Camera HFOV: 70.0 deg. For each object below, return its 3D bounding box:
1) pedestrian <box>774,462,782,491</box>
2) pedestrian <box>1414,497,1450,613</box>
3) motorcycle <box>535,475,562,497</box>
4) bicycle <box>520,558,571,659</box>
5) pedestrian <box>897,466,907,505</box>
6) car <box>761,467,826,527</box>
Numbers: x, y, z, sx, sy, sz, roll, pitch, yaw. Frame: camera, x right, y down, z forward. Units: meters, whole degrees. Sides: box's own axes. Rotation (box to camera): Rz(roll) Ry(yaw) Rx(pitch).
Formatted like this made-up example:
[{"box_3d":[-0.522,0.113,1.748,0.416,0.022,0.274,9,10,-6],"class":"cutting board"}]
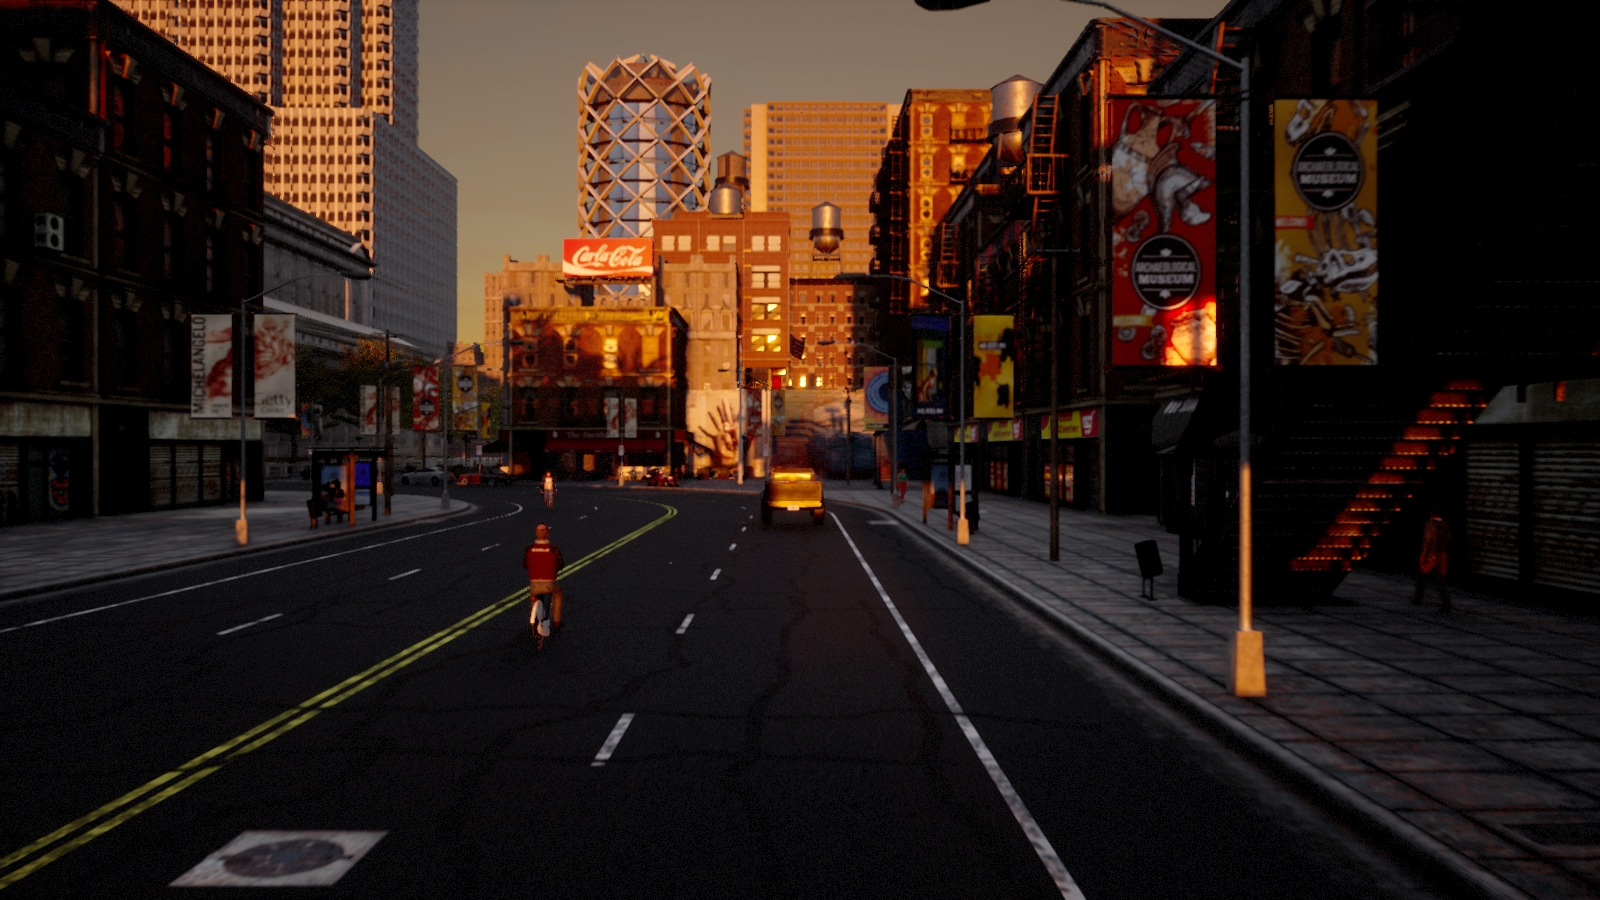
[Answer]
[{"box_3d":[-1.438,1.696,73.320,0.375,1.860,0.375,0,0,-32],"class":"pedestrian"},{"box_3d":[10.265,1.696,18.552,0.375,1.860,0.375,0,0,-1],"class":"pedestrian"},{"box_3d":[-15.278,2.182,69.387,0.856,1.236,1.805,0,0,-41],"class":"motorcycle"},{"box_3d":[-3.584,2.210,16.206,0.329,1.171,1.835,0,0,-1],"class":"bicycle"},{"box_3d":[4.888,1.696,54.753,0.375,1.860,0.375,0,0,-12],"class":"pedestrian"},{"box_3d":[-0.319,1.753,44.894,2.390,2.098,6.274,0,0,-1],"class":"car"}]
